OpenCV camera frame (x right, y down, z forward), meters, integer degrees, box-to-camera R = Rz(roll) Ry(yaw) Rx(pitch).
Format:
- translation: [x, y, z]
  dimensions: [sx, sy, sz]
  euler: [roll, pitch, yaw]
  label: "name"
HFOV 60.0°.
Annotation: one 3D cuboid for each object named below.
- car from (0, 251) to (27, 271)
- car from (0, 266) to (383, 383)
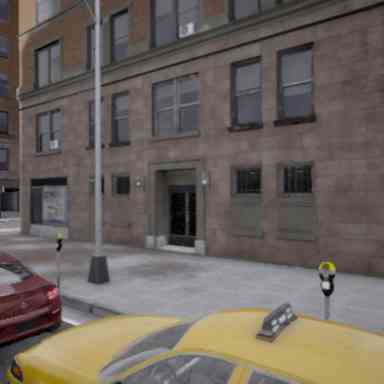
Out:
- translation: [-3.871, 1.624, 5.571]
  dimensions: [4.206, 1.307, 1.802]
  euler: [0, 0, 35]
  label: "car"
- translation: [0.397, 1.532, 2.528]
  dimensions: [4.829, 1.417, 1.752]
  euler: [0, 0, 35]
  label: "car"
